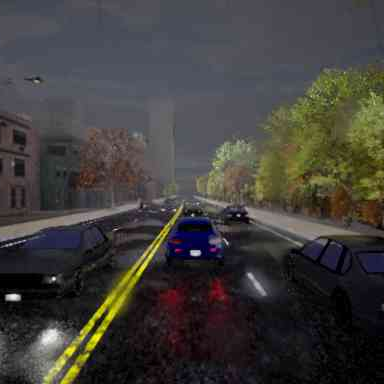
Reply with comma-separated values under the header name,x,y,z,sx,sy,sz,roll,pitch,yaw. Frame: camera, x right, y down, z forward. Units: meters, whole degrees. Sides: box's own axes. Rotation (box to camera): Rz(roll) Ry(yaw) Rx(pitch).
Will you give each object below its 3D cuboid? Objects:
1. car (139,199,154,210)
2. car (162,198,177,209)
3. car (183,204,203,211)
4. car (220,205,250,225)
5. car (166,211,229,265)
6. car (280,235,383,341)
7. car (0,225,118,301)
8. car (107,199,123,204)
name,x,y,z,sx,sy,sz,roll,pitch,yaw
car,-6.699,1.871,49.532,2.128,1.511,4.902,0,-1,0
car,-3.480,1.747,51.876,2.097,1.767,4.553,0,0,-1
car,0.075,1.851,32.870,1.895,1.301,4.718,0,0,0
car,3.329,1.748,26.339,2.033,1.411,5.357,0,0,0
car,0.104,1.618,11.972,1.812,1.442,4.674,0,0,0
car,3.346,1.600,6.829,2.033,1.411,5.357,0,0,0
car,-3.359,1.616,8.922,2.033,1.411,5.357,0,0,0
car,-20.760,2.500,88.971,4.313,1.339,1.947,-1,1,-1
